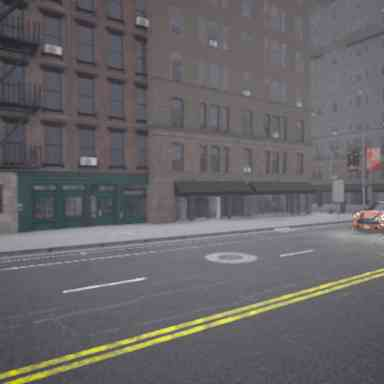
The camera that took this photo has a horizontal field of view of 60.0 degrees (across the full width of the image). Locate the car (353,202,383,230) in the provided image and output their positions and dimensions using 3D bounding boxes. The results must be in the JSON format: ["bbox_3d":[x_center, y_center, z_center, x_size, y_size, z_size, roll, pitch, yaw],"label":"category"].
[{"bbox_3d":[11.641,1.362,19.931,4.553,1.767,2.097,0,0,-35],"label":"car"}]
